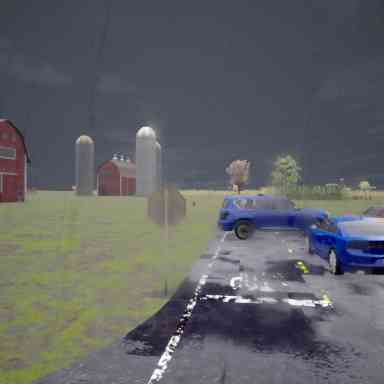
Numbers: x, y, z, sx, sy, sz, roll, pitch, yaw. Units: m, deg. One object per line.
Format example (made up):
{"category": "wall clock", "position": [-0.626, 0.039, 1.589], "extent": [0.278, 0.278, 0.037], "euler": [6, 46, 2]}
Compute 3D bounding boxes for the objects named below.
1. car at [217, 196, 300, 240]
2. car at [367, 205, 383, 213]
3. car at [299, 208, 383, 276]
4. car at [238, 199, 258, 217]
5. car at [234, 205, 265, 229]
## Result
{"category": "car", "position": [4.037, 1.219, 16.476], "extent": [5.566, 2.045, 2.150], "euler": [0, 0, 4]}
{"category": "car", "position": [8.561, 1.370, 14.821], "extent": [2.097, 1.767, 4.553], "euler": [0, 0, -34]}
{"category": "car", "position": [4.892, 1.480, 10.259], "extent": [1.882, 1.535, 5.008], "euler": [0, 0, 7]}
{"category": "car", "position": [5.557, 1.502, 32.976], "extent": [1.837, 1.490, 4.892], "euler": [0, 0, 9]}
{"category": "car", "position": [3.881, 1.601, 22.673], "extent": [1.895, 1.301, 4.718], "euler": [0, 0, 9]}
